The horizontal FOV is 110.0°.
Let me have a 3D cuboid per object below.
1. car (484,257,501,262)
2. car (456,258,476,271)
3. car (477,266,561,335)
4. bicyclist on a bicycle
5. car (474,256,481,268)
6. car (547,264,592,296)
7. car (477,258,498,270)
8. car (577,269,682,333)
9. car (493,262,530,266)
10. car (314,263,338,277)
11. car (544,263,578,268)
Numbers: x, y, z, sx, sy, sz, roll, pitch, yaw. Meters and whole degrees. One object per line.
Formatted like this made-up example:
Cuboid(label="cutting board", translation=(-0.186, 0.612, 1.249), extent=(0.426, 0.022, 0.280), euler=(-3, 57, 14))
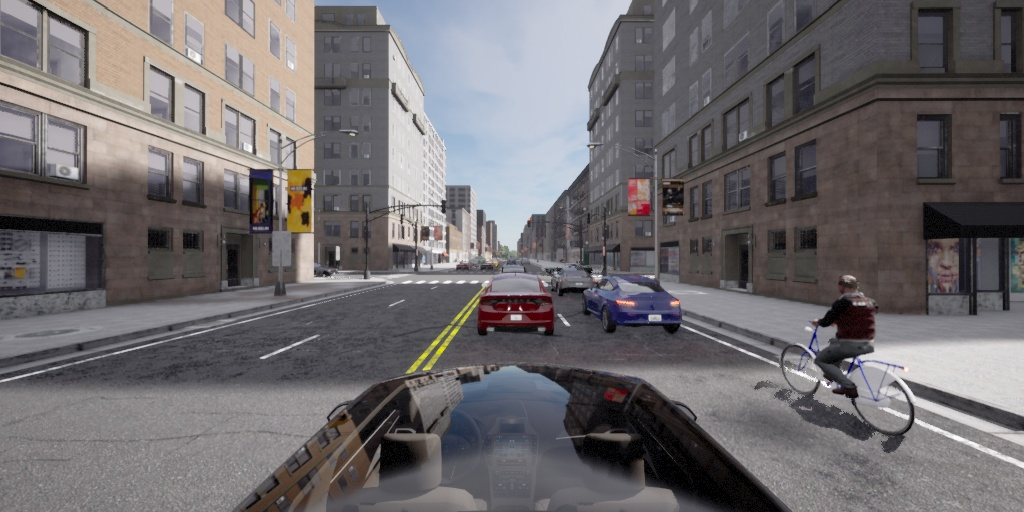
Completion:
Cuboid(label="car", translation=(-3.403, 1.246, 61.623), extent=(1.882, 1.535, 5.008), euler=(0, 0, 0))
Cuboid(label="car", translation=(-6.666, 1.367, 50.424), extent=(1.895, 1.301, 4.718), euler=(0, 0, 0))
Cuboid(label="car", translation=(0.091, 1.229, 10.513), extent=(1.882, 1.535, 5.008), euler=(0, 0, 0))
Cuboid(label="bicyclist on a bicycle", translation=(4.143, 1.121, 4.617), extent=(0.659, 1.776, 1.843), euler=(0, 0, 0))
Cuboid(label="car", translation=(-6.657, 1.273, 61.510), extent=(1.837, 1.490, 4.892), euler=(0, 0, 0))
Cuboid(label="car", translation=(3.229, 1.317, 19.253), extent=(1.994, 1.385, 4.181), euler=(0, 0, 0))
Cuboid(label="car", translation=(-3.405, 1.367, 50.476), extent=(1.895, 1.301, 4.718), euler=(0, 0, 0))
Cuboid(label="car", translation=(3.335, 1.277, 10.654), extent=(1.812, 1.442, 4.674), euler=(0, 0, 0))
Cuboid(label="car", translation=(0.078, 1.258, 19.996), extent=(1.837, 1.490, 4.892), euler=(0, 0, 0))
Cuboid(label="car", translation=(-19.682, 1.281, 34.376), extent=(5.357, 1.411, 2.033), euler=(0, 0, 0))
Cuboid(label="car", translation=(5.578, 1.367, 36.296), extent=(4.718, 1.301, 1.895), euler=(0, 0, -12))
